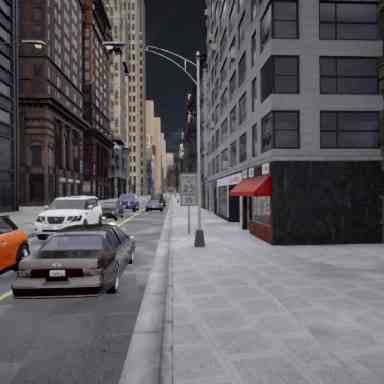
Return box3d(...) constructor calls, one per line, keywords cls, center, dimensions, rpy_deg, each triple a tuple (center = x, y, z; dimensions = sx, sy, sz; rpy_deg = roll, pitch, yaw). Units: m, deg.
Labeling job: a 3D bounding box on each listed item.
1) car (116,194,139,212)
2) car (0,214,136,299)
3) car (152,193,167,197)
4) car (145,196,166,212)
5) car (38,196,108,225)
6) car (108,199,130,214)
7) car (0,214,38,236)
box3d(cls="car", center=(-7.432, 1.219, 38.611), dimensions=(2.150, 2.045, 5.566), rpy_deg=(-1, 0, -3))
box3d(cls="car", center=(-2.638, 1.546, 8.659), dimensions=(2.033, 1.411, 5.357), rpy_deg=(-1, 0, -3))
box3d(cls="car", center=(-4.968, 1.179, 48.861), dimensions=(2.150, 2.045, 5.566), rpy_deg=(-1, 0, -3))
box3d(cls="car", center=(-4.329, 1.534, 38.772), dimensions=(1.994, 1.385, 4.181), rpy_deg=(-1, 0, -3))
box3d(cls="car", center=(-6.259, 1.240, 17.587), dimensions=(2.150, 2.045, 5.566), rpy_deg=(-1, 0, -3))
box3d(cls="car", center=(-6.851, 1.557, 27.889), dimensions=(2.033, 1.411, 5.357), rpy_deg=(-1, 0, -3))
box3d(cls="car", center=(-5.696, 1.379, 7.808), dimensions=(2.097, 1.767, 4.553), rpy_deg=(-1, 0, -3))
